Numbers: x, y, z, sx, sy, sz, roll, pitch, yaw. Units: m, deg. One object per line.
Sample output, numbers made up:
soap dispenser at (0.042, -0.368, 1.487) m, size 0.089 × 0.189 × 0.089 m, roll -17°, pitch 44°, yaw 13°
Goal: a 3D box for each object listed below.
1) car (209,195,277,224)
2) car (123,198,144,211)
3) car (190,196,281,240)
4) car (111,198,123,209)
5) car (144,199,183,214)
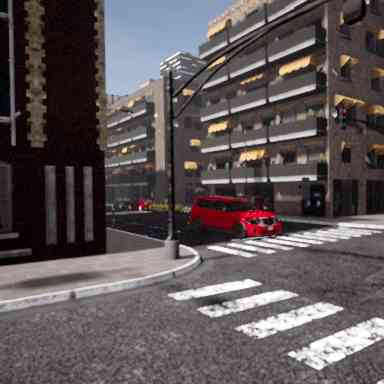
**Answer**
car at (3.763, 1.211, 25.319) m, size 2.192 × 1.841 × 5.009 m, roll -1°, pitch 1°, yaw -35°
car at (-5.892, 1.440, 38.880) m, size 1.887 × 1.381 × 4.507 m, roll -1°, pitch 1°, yaw -35°
car at (2.092, 1.299, 17.859) m, size 2.150 × 2.045 × 5.566 m, roll -1°, pitch 2°, yaw -35°
car at (-9.112, 1.446, 43.399) m, size 2.008 × 1.369 × 4.403 m, roll -1°, pitch 1°, yaw -35°
car at (-2.771, 1.421, 34.499) m, size 1.752 × 1.417 × 4.829 m, roll -1°, pitch 1°, yaw -35°
